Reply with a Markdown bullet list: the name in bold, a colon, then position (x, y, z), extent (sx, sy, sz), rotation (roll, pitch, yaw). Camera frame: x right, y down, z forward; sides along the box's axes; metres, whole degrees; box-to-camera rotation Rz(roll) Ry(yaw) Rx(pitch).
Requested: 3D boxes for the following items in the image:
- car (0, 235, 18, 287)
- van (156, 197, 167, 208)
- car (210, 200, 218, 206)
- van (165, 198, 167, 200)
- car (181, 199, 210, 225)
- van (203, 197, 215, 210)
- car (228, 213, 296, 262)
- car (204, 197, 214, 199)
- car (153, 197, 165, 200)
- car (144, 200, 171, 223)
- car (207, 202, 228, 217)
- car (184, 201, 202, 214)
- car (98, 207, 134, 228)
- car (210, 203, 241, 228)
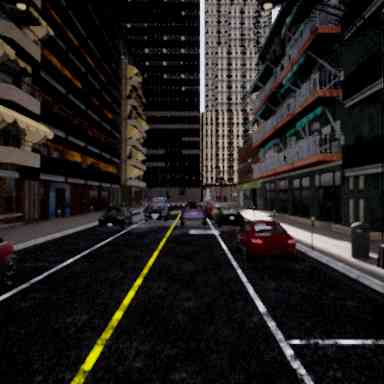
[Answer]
- **car**: position (-5.304, 1.488, 6.575), extent (1.967, 1.590, 4.097), rotation (0, 0, 0)
- **van**: position (-5.264, 1.810, 57.783), extent (1.690, 1.788, 3.998), rotation (0, -1, 0)
- **car**: position (2.594, 1.745, 29.504), extent (1.752, 1.417, 4.829), rotation (0, 0, 0)
- **van**: position (-5.268, 1.757, 52.093), extent (1.690, 1.788, 3.998), rotation (0, -1, 0)
- **car**: position (0.121, 1.623, 26.114), extent (2.033, 1.649, 4.856), rotation (0, 0, 0)
- **van**: position (2.612, 1.757, 52.093), extent (1.690, 1.788, 3.998), rotation (0, -1, 0)
- **car**: position (2.580, 1.669, 12.264), extent (1.802, 1.307, 4.206), rotation (0, 0, 0)
- **car**: position (2.607, 1.804, 46.402), extent (1.967, 1.590, 4.097), rotation (0, -1, 0)
- **car**: position (-5.273, 1.804, 46.403), extent (1.967, 1.590, 4.097), rotation (0, -1, 0)
- **car**: position (-2.825, 1.698, 27.895), extent (2.128, 1.511, 4.902), rotation (0, 0, 0)
- **car**: position (2.598, 1.810, 35.022), extent (1.887, 1.381, 4.507), rotation (0, 0, 0)
- **car**: position (0.135, 1.868, 41.507), extent (2.033, 1.411, 5.357), rotation (0, -1, 0)
- **car**: position (-5.291, 1.739, 23.644), extent (1.947, 1.339, 4.313), rotation (0, 0, 0)
- **car**: position (2.589, 1.739, 23.644), extent (1.947, 1.339, 4.313), rotation (0, 0, 0)
